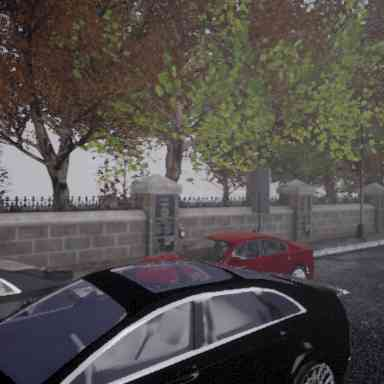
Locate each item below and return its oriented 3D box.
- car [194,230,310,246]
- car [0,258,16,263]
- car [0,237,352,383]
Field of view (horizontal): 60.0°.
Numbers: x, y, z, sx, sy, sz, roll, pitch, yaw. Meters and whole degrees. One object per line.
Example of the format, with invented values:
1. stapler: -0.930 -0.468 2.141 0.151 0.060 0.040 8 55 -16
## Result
1. car: 0.820 1.569 7.291 4.507 1.381 1.887 0 0 -35
2. car: -3.666 1.546 4.040 4.403 1.369 2.008 0 0 -35
3. car: -0.508 1.497 3.015 4.902 1.511 2.128 0 0 -35
